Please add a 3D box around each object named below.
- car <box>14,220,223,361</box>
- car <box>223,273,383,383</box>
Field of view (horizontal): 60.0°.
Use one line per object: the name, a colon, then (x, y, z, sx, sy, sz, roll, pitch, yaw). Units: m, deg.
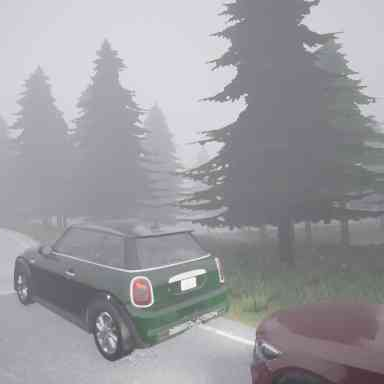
car: (-1.578, 1.308, 6.216, 4.553, 1.767, 2.097, 1, 1, 44)
car: (2.751, 1.531, 2.594, 4.674, 1.442, 1.812, 1, 0, 36)
